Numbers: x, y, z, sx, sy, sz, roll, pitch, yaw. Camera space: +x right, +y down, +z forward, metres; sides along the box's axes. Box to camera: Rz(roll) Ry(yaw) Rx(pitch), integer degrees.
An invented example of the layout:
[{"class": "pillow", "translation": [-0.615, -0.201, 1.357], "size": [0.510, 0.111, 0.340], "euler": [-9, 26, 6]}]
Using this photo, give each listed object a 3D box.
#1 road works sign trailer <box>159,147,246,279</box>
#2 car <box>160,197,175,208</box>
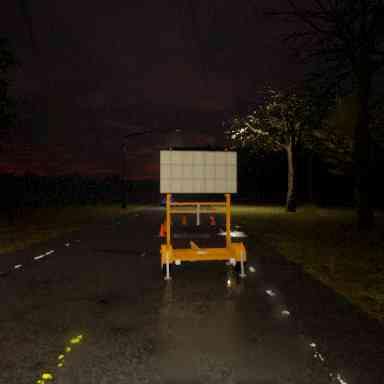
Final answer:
[{"class": "road works sign trailer", "translation": [0.177, 0.463, 10.105], "size": [2.380, 3.560, 2.880], "euler": [0, 0, -8]}, {"class": "car", "translation": [-3.590, 1.524, 49.397], "size": [1.882, 1.535, 5.008], "euler": [0, 0, 0]}]
